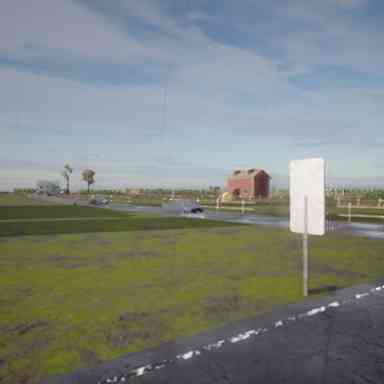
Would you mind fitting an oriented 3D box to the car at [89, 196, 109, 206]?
[{"bbox_3d":[-14.399,1.313,51.240,2.128,1.511,4.902,-1,0,-36],"label":"car"}]

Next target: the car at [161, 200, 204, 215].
[{"bbox_3d":[-1.090,1.504,33.558,2.033,1.411,5.357,-1,1,-38],"label":"car"}]
